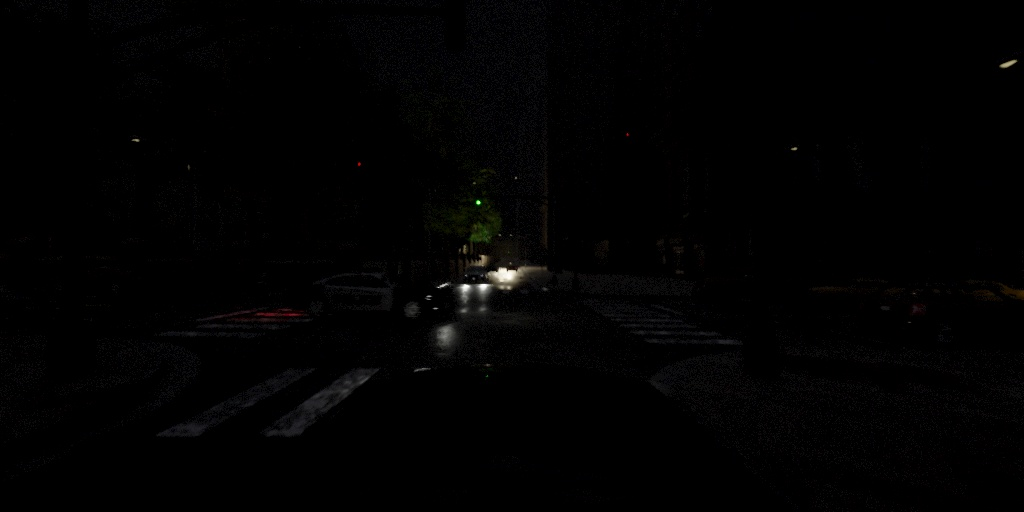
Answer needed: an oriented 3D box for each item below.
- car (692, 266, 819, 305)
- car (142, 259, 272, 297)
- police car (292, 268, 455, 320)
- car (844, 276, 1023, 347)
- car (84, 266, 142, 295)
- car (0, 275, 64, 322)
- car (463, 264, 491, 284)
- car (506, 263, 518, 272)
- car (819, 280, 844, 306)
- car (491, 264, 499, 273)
[{"bbox_3d":[11.870,1.429,18.032,5.009,1.841,2.192,0,0,0],"label":"car"},{"bbox_3d":[-14.969,1.047,18.118,5.009,1.841,2.192,0,0,0],"label":"car"},{"bbox_3d":[-4.642,1.227,12.333,5.238,1.638,1.930,1,-1,0],"label":"police car"},{"bbox_3d":[11.854,1.434,9.507,4.097,1.591,1.967,0,0,0],"label":"car"},{"bbox_3d":[-20.492,1.196,18.136,4.507,1.381,1.888,0,0,0],"label":"car"},{"bbox_3d":[-14.984,1.163,9.594,4.403,1.370,2.007,0,0,0],"label":"car"},{"bbox_3d":[-3.095,1.588,31.379,1.812,1.442,4.674,0,-1,0],"label":"car"},{"bbox_3d":[0.004,1.973,59.123,1.895,1.301,4.718,0,-1,0],"label":"car"},{"bbox_3d":[17.241,1.714,18.015,4.829,1.417,1.751,0,0,0],"label":"car"},{"bbox_3d":[-3.029,1.880,55.437,2.033,1.411,5.357,0,-1,1],"label":"car"}]
